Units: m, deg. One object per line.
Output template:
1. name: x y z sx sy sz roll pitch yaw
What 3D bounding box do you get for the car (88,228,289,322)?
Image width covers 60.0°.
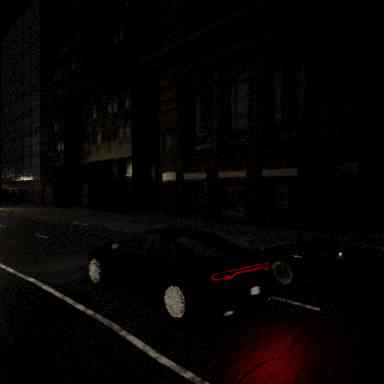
1. car: -0.598 1.549 7.570 1.882 1.535 5.008 1 -1 -43

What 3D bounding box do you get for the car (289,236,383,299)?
1. car: 3.953 1.693 7.815 1.895 1.301 4.718 0 0 -43
